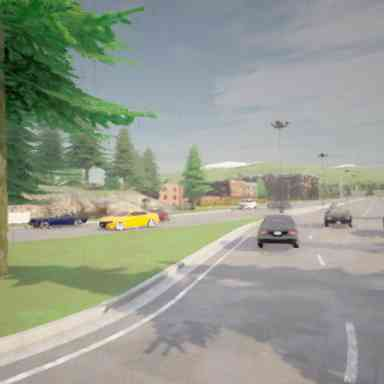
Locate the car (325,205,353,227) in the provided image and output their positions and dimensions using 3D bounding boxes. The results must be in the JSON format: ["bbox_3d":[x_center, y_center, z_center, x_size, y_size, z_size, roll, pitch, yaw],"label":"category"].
[{"bbox_3d":[11.465,1.941,25.999,1.895,1.301,4.718,-2,-1,24],"label":"car"}]

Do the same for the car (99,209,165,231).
[{"bbox_3d":[-4.908,2.156,26.427,1.882,1.535,5.008,-2,-1,44],"label":"car"}]

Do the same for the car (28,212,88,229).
[{"bbox_3d":[-11.747,2.480,29.350,4.718,1.301,1.895,0,-2,-44],"label":"car"}]

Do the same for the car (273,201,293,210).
[{"bbox_3d":[16.652,2.462,59.607,1.837,1.490,4.892,-2,-1,30],"label":"car"}]

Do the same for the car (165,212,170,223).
[{"bbox_3d":[-4.075,2.353,32.396,1.994,1.385,4.181,-2,-2,41],"label":"car"}]

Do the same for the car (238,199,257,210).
[{"bbox_3d":[10.535,2.381,62.985,2.150,2.045,5.566,-2,-1,30],"label":"car"}]

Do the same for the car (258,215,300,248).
[{"bbox_3d":[4.306,1.826,16.450,2.033,1.411,5.357,-2,-1,16],"label":"car"}]

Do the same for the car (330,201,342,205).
[{"bbox_3d":[25.494,2.288,58.705,1.812,1.442,4.674,-2,-1,27],"label":"car"}]

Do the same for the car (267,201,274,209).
[{"bbox_3d":[16.262,2.579,65.932,2.128,1.511,4.902,-2,-1,30],"label":"car"}]
